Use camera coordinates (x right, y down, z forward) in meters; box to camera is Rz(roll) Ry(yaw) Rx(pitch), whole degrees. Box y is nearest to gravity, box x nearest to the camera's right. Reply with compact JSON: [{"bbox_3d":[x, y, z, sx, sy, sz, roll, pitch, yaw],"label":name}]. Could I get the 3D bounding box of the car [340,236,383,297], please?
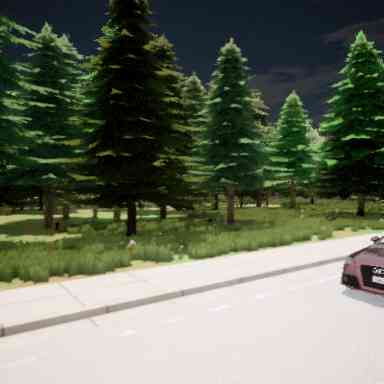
[{"bbox_3d":[5.286,1.529,7.641,4.181,1.385,1.994,0,0,-36],"label":"car"}]
